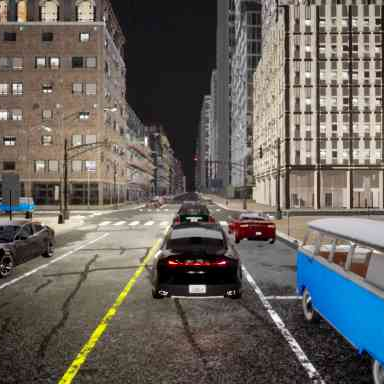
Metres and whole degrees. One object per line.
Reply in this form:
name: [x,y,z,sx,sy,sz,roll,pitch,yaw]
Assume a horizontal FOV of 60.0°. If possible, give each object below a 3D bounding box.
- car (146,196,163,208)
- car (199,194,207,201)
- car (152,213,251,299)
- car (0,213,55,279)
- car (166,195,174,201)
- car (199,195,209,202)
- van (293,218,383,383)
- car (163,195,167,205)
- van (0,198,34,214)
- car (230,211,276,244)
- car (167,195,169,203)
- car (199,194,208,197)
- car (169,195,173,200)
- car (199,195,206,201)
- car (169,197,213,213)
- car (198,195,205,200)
car: [-5.682,1.573,48.150,1.802,1.307,4.206,1,0,0]
car: [2.701,1.396,82.059,1.967,1.590,4.097,1,0,0]
car: [0.100,1.506,8.433,1.837,1.490,4.892,0,0,0]
car: [-5.683,1.567,10.135,1.947,1.339,4.313,1,0,0]
car: [-5.680,1.475,87.542,1.752,1.417,4.829,1,0,0]
car: [2.700,1.513,76.406,2.008,1.369,4.403,1,0,0]
van: [2.701,1.342,4.553,1.690,1.788,3.998,1,0,0]
car: [-5.679,1.426,53.803,1.967,1.590,4.097,1,0,0]
van: [-19.737,1.525,37.021,3.998,1.788,1.690,0,0,1]
car: [2.698,1.545,15.706,1.887,1.381,4.507,1,0,0]
car: [-5.681,1.562,59.454,1.802,1.307,4.206,1,0,0]
car: [2.700,1.531,59.453,2.008,1.369,4.403,1,0,0]
car: [-5.681,1.519,70.756,2.008,1.369,4.403,1,0,0]
car: [2.700,1.474,87.880,1.752,1.417,4.829,1,0,0]
car: [0.070,1.352,17.526,2.097,1.767,4.553,0,0,-1]
car: [2.699,1.524,93.362,1.802,1.307,4.206,1,0,0]
